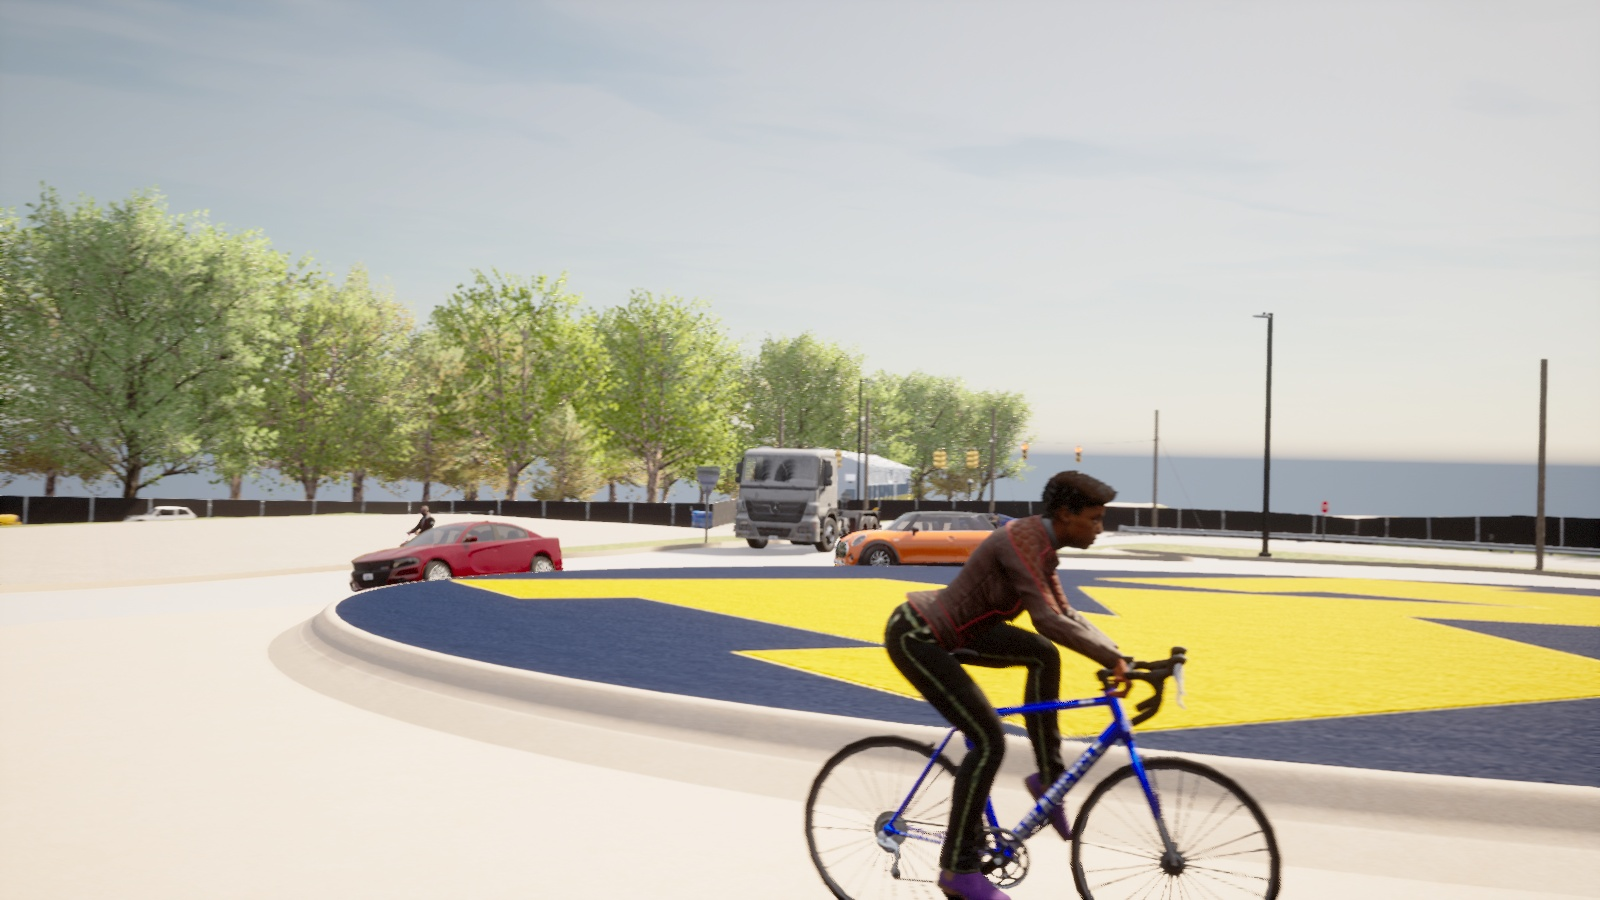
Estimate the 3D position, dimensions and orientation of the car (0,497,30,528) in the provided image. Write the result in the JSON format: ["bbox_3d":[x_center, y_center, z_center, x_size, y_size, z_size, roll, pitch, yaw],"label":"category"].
[{"bbox_3d":[-44.315,3.322,66.816,1.801,1.575,5.366,2,-1,43],"label":"car"}]

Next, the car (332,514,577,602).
[{"bbox_3d":[-6.995,2.180,26.022,1.882,1.535,5.008,-7,-6,28],"label":"car"}]

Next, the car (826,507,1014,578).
[{"bbox_3d":[3.156,2.453,33.447,4.553,1.767,2.097,2,-4,-11],"label":"car"}]

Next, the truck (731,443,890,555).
[{"bbox_3d":[0.563,1.716,43.820,2.891,3.462,7.936,2,-2,20],"label":"truck"}]

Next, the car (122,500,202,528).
[{"bbox_3d":[-36.970,3.735,72.830,3.806,1.475,1.970,3,0,-36],"label":"car"}]

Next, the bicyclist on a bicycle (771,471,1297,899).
[{"bbox_3d":[0.795,0.901,4.294,1.656,1.620,0.582,0,-2,20],"label":"bicyclist on a bicycle"}]

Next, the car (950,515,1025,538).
[{"bbox_3d":[12.990,5.290,87.119,5.008,1.535,1.882,-1,-2,5],"label":"car"}]
